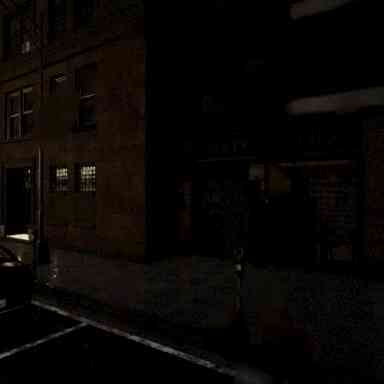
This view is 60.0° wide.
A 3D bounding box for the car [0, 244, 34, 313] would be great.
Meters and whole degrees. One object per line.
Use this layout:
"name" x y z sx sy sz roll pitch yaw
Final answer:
"car" -4.842 1.550 6.522 4.403 1.369 2.008 0 0 35
